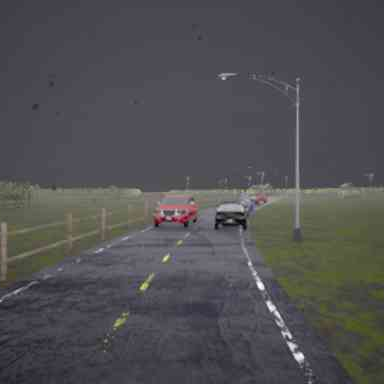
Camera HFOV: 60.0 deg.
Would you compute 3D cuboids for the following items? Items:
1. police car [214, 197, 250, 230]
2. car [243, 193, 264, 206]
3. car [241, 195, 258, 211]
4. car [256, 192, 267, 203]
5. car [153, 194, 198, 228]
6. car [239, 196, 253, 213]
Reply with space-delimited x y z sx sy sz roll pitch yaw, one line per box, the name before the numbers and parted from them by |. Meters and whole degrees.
police car | 2.516 1.394 21.076 1.930 1.638 5.238 0 0 9
car | 9.761 1.368 52.765 1.882 1.535 5.008 0 0 17
car | 5.753 1.410 36.379 1.882 1.535 5.008 0 0 15
car | 13.030 1.105 63.500 2.150 2.045 5.566 0 0 17
car | -0.936 1.179 22.242 2.150 2.045 5.566 0 0 9
car | 4.336 1.452 30.643 1.837 1.490 4.892 0 0 13
